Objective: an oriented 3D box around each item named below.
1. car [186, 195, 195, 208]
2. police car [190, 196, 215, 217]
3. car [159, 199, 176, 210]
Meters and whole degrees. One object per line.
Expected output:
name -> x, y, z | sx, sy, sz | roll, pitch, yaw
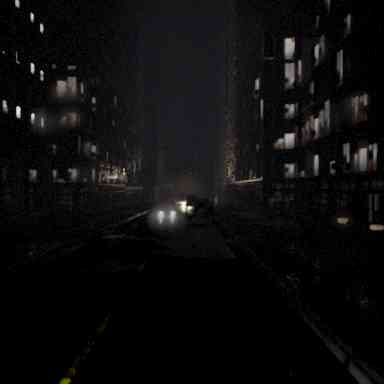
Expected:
car -> -0.006, 1.564, 49.246 | 2.033, 1.411, 5.357 | 0, 0, 0
police car -> 1.046, 1.428, 31.149 | 1.930, 1.638, 5.238 | 0, 0, 0
car -> -3.099, 1.611, 42.446 | 1.895, 1.301, 4.718 | 0, 0, 0
